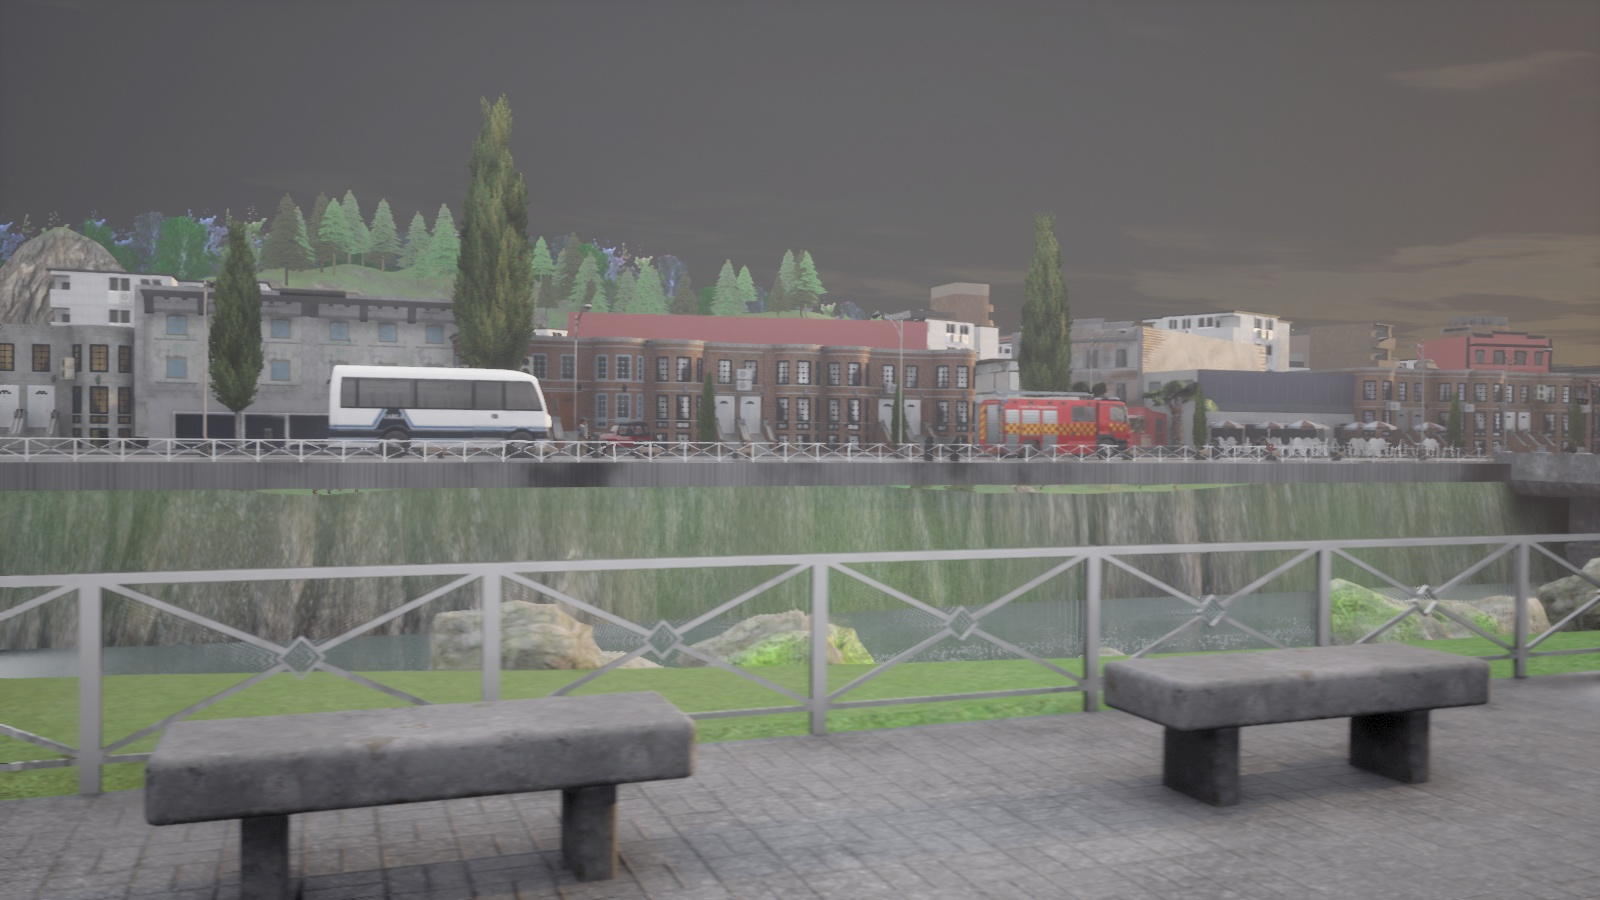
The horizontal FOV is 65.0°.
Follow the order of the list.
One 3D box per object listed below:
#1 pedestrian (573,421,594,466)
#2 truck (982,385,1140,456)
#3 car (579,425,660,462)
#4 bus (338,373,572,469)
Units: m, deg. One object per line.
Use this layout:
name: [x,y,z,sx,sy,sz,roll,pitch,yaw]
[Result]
pedestrian: [-9.368,-0.275,54.363,0.788,1.949,0.423,-1,1,-1]
truck: [14.778,-1.683,71.051,8.468,3.827,2.891,-1,1,-21]
car: [-9.503,-0.379,66.113,3.866,1.878,1.905,-1,1,-21]
bus: [-16.262,-1.367,59.253,10.273,4.253,3.944,-1,1,-21]
